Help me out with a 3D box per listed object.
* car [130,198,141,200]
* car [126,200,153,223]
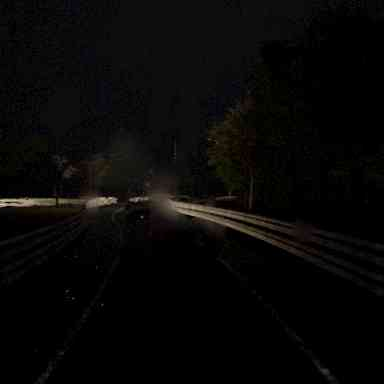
[{"bbox_3d":[-7.466,1.546,44.107,2.128,1.511,4.902,-1,0,-4],"label":"car"},{"bbox_3d":[-4.246,1.631,26.505,1.812,1.442,4.674,0,0,-15],"label":"car"}]
